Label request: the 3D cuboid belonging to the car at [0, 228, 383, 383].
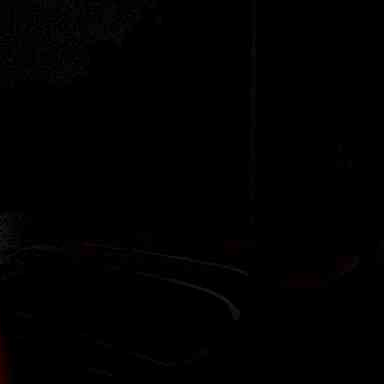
[{"bbox_3d":[-0.765,1.315,3.347,5.009,1.841,2.192,0,1,36],"label":"car"}]
